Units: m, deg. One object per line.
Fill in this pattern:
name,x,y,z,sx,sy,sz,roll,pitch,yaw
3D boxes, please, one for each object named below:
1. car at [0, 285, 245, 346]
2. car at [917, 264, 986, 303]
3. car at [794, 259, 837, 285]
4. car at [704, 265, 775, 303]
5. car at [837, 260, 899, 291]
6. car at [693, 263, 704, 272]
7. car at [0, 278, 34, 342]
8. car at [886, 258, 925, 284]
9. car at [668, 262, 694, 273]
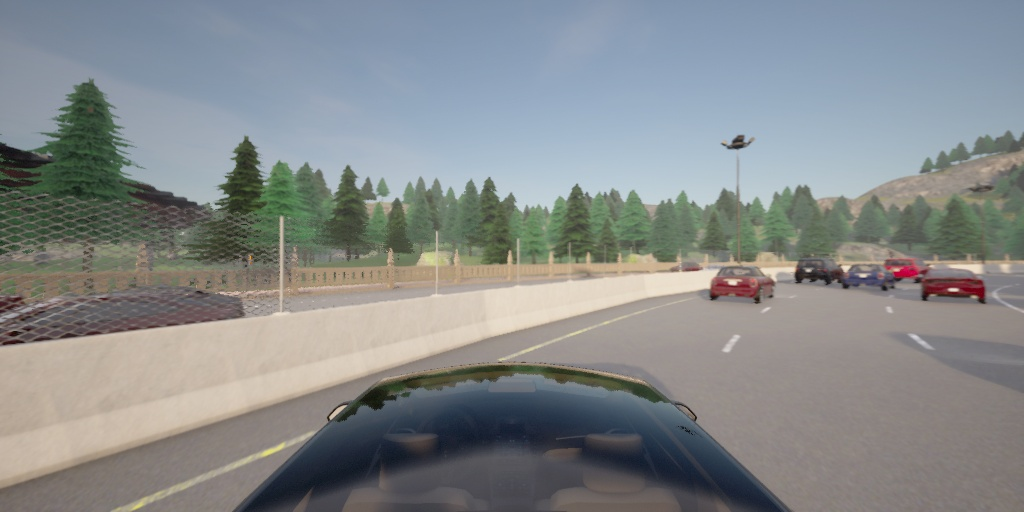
car,-7.300,1.355,5.921,1.812,1.442,4.674,-1,-1,33
car,21.437,1.350,17.567,5.008,1.535,1.882,0,-1,-42
car,25.014,1.228,29.141,5.566,2.045,2.150,0,-1,-35
car,11.570,1.264,17.920,2.097,1.767,4.553,-1,-1,44
car,23.778,1.295,23.875,4.553,1.767,2.097,0,-1,-38
car,23.012,1.718,40.668,4.674,1.442,1.812,0,-1,-32
car,-14.502,1.355,7.652,1.882,1.535,5.008,-1,-1,32
car,33.209,1.213,30.167,5.566,2.045,2.150,0,-1,-30
car,21.076,1.551,43.587,4.553,1.767,2.097,0,-1,-32
